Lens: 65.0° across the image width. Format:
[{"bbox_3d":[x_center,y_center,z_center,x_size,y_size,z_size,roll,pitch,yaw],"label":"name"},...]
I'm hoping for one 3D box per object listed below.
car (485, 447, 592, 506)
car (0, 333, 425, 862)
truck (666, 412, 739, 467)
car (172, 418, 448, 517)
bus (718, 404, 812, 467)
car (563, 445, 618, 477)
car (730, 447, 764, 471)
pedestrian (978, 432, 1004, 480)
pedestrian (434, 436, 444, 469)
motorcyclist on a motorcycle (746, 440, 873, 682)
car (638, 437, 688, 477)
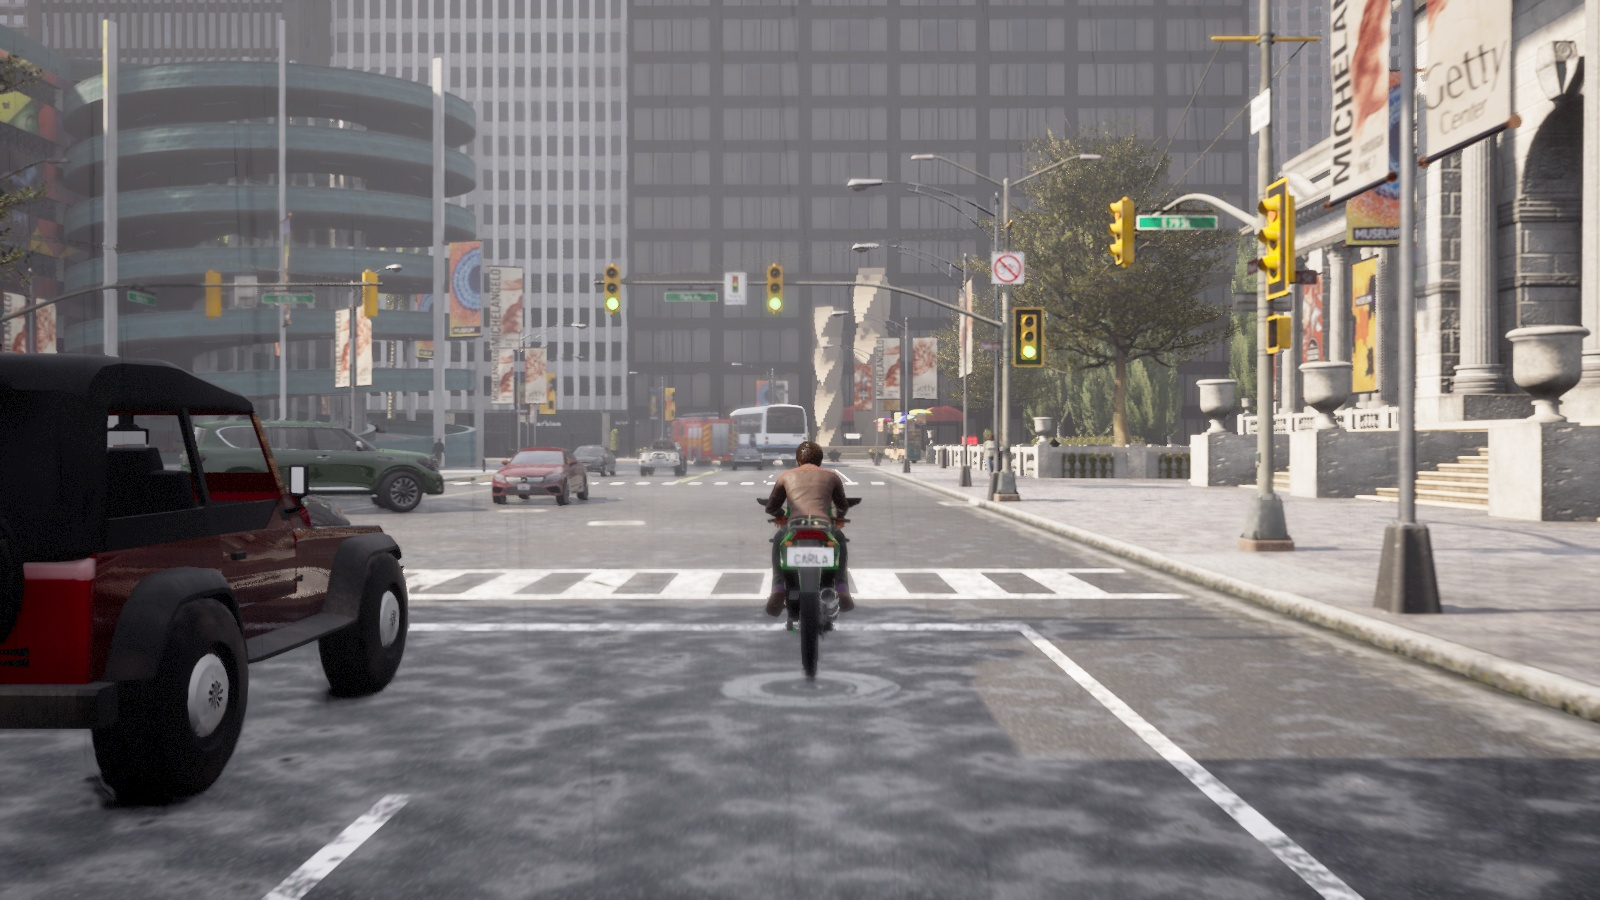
[{"bbox_3d":[-6.795,0.641,33.107,1.812,1.442,4.674,0,0,0],"label":"car"},{"bbox_3d":[-3.448,0.516,6.392,1.905,1.878,3.866,0,0,0],"label":"car"},{"bbox_3d":[-7.261,-0.774,92.103,2.891,3.827,8.468,0,0,-22],"label":"truck"},{"bbox_3d":[-10.919,0.350,28.066,5.566,2.045,2.150,0,0,-27],"label":"car"},{"bbox_3d":[-2.701,-0.976,90.490,3.944,4.253,10.273,0,0,-18],"label":"bus"},{"bbox_3d":[-10.140,0.511,61.124,1.837,1.490,4.892,0,0,0],"label":"car"},{"bbox_3d":[-3.249,0.499,76.957,2.033,1.411,5.357,0,0,-3],"label":"car"},{"bbox_3d":[7.517,0.222,49.388,0.874,1.855,0.900,0,0,1],"label":"pedestrian"},{"bbox_3d":[-20.227,0.119,70.351,0.402,1.842,0.726,0,0,-2],"label":"pedestrian"},{"bbox_3d":[0.066,0.695,8.926,0.797,1.523,2.044,0,0,0],"label":"motorcyclist on a motorcycle"},{"bbox_3d":[-6.639,0.325,61.189,1.932,1.855,4.605,0,0,0],"label":"car"}]
